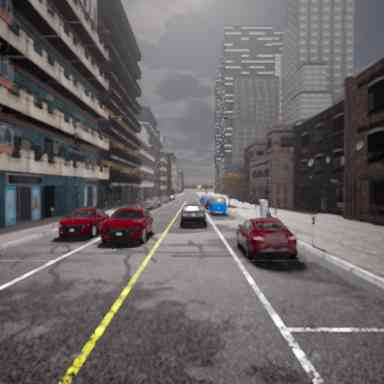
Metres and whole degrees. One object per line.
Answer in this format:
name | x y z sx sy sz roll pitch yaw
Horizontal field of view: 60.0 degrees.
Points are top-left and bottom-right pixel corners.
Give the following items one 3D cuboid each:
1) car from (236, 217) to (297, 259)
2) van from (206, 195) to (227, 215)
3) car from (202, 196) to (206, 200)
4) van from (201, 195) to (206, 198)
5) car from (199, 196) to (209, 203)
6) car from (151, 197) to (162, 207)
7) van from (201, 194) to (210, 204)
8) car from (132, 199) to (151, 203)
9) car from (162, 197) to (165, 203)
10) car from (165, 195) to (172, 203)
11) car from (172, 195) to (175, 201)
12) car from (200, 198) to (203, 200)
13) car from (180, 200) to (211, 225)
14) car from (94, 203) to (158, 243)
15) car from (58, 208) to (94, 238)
car | 2.676 1.603 12.500 1.802 1.307 4.206 -1 0 0
van | 2.671 1.393 34.820 1.690 1.788 3.998 -1 0 0
car | 2.675 1.610 45.981 1.887 1.381 4.507 -1 0 0
van | 2.671 1.417 57.142 1.690 1.788 3.998 -1 0 0
car | 2.674 1.653 73.882 1.947 1.339 4.313 -1 0 0
car | -5.706 1.617 45.939 2.008 1.369 4.403 -1 0 0
van | 2.670 1.425 68.302 1.690 1.788 3.998 -1 0 0
car | -5.705 1.634 34.776 1.802 1.307 4.206 -1 0 0
car | -5.708 1.511 51.519 1.967 1.590 4.097 -1 0 0
car | -5.706 1.635 68.259 2.008 1.369 4.403 -1 0 0
car | -5.707 1.635 79.421 1.887 1.381 4.507 -1 0 0
car | 0.099 1.661 41.705 1.895 1.301 4.718 0 0 0
car | 0.096 1.585 24.601 2.033 1.411 5.357 0 0 0
car | -3.039 1.504 16.463 1.882 1.535 5.008 0 0 1
car | -5.705 1.574 18.035 1.887 1.381 4.507 -1 0 0
